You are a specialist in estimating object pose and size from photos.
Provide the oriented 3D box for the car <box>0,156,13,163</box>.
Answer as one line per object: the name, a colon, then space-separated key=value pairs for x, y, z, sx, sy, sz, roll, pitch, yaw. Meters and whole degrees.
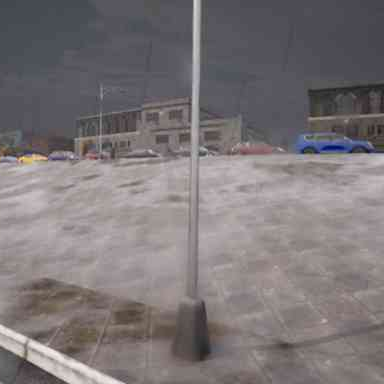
car: x=-23.760 y=-3.905 z=43.437 sx=4.674 sy=1.452 sz=2.002 roll=1 pitch=1 yaw=33

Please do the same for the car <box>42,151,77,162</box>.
car: x=-14.270 y=-3.848 z=37.731 sx=4.553 sy=1.767 sz=2.185 roll=1 pitch=1 yaw=30

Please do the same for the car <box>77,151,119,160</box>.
car: x=-9.266 y=-3.578 z=34.952 sx=4.792 sy=1.488 sz=2.163 roll=1 pitch=1 yaw=29

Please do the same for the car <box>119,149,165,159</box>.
car: x=-4.392 y=-3.457 z=32.365 sx=4.674 sy=1.452 sz=2.002 roll=1 pitch=1 yaw=28

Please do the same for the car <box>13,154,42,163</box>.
car: x=-19.036 y=-3.833 z=40.528 sx=5.008 sy=1.535 sz=2.097 roll=1 pitch=1 yaw=32

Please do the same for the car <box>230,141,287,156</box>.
car: x=5.541 y=-3.379 z=27.505 sx=4.553 sy=1.767 sz=2.185 roll=2 pitch=1 yaw=25

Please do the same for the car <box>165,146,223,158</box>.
car: x=0.450 y=-3.386 z=29.927 sx=4.892 sy=1.521 sz=2.231 roll=1 pitch=1 yaw=27

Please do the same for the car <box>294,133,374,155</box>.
car: x=10.651 y=-3.351 z=25.187 sx=5.566 sy=2.045 sz=2.435 roll=2 pitch=1 yaw=24
